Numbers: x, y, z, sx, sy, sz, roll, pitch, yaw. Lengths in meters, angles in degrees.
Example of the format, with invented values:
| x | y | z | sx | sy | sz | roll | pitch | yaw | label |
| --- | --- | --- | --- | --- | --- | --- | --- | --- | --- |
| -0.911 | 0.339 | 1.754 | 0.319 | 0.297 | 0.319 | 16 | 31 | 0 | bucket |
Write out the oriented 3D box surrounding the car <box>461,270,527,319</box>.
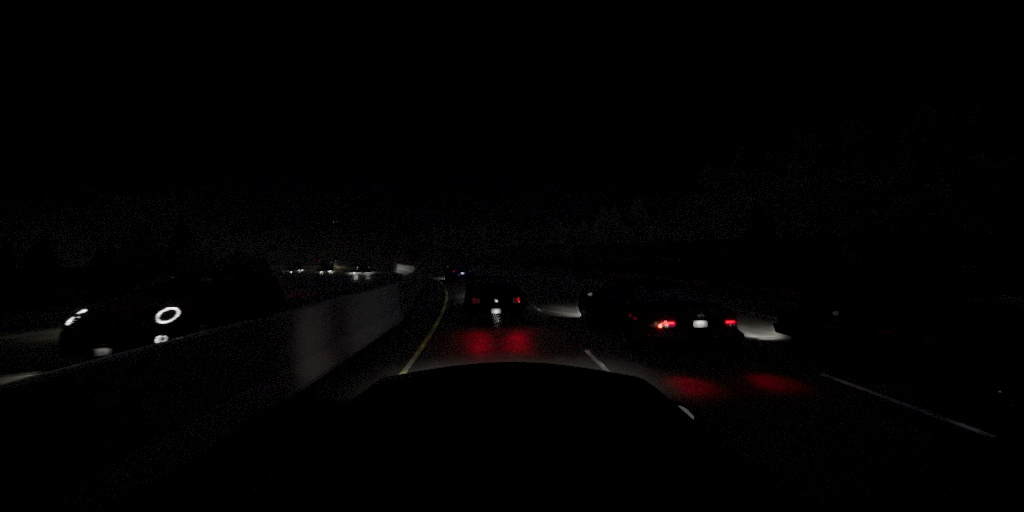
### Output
| x | y | z | sx | sy | sz | roll | pitch | yaw | label |
| --- | --- | --- | --- | --- | --- | --- | --- | --- | --- |
| -0.731 | 1.344 | 12.793 | 1.895 | 1.301 | 4.718 | 0 | 0 | -7 | car |

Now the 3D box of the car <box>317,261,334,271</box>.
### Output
| x | y | z | sx | sy | sz | roll | pitch | yaw | label |
| --- | --- | --- | --- | --- | --- | --- | --- | --- | --- |
| -27.880 | 1.480 | 53.518 | 2.033 | 1.411 | 5.357 | -1 | 0 | -33 | car |

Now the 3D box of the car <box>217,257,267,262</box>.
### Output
| x | y | z | sx | sy | sz | roll | pitch | yaw | label |
| --- | --- | --- | --- | --- | --- | --- | --- | --- | --- |
| -16.915 | 1.070 | 22.158 | 2.150 | 2.045 | 5.566 | 0 | 0 | -15 | car |

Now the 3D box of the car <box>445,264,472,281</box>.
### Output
| x | y | z | sx | sy | sz | roll | pitch | yaw | label |
| --- | --- | --- | --- | --- | --- | --- | --- | --- | --- |
| -4.421 | 1.313 | 29.805 | 1.994 | 1.385 | 4.181 | 0 | 0 | -17 | car |

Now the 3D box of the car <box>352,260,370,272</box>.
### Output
| x | y | z | sx | sy | sz | roll | pitch | yaw | label |
| --- | --- | --- | --- | --- | --- | --- | --- | --- | --- |
| -20.287 | 1.367 | 48.033 | 1.837 | 1.490 | 4.892 | 0 | 0 | -30 | car |

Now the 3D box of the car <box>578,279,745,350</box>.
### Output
| x | y | z | sx | sy | sz | roll | pitch | yaw | label |
| --- | --- | --- | --- | --- | --- | --- | --- | --- | --- |
| 3.182 | 1.273 | 8.969 | 2.033 | 1.411 | 5.357 | 0 | 0 | -5 | car |

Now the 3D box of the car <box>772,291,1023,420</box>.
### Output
| x | y | z | sx | sy | sz | roll | pitch | yaw | label |
| --- | --- | --- | --- | --- | --- | --- | --- | --- | --- |
| 6.902 | 1.259 | 5.605 | 2.033 | 1.411 | 5.357 | 0 | 0 | -3 | car |

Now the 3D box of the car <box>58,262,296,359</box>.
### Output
| x | y | z | sx | sy | sz | roll | pitch | yaw | label |
| --- | --- | --- | --- | --- | --- | --- | --- | --- | --- |
| -7.577 | 1.137 | 8.684 | 2.097 | 1.767 | 4.553 | 0 | 0 | -5 | car |

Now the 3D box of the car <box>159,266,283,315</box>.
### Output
| x | y | z | sx | sy | sz | roll | pitch | yaw | label |
| --- | --- | --- | --- | --- | --- | --- | --- | --- | --- |
| -11.906 | 1.288 | 15.216 | 1.882 | 1.535 | 5.008 | 0 | 0 | -10 | car |
